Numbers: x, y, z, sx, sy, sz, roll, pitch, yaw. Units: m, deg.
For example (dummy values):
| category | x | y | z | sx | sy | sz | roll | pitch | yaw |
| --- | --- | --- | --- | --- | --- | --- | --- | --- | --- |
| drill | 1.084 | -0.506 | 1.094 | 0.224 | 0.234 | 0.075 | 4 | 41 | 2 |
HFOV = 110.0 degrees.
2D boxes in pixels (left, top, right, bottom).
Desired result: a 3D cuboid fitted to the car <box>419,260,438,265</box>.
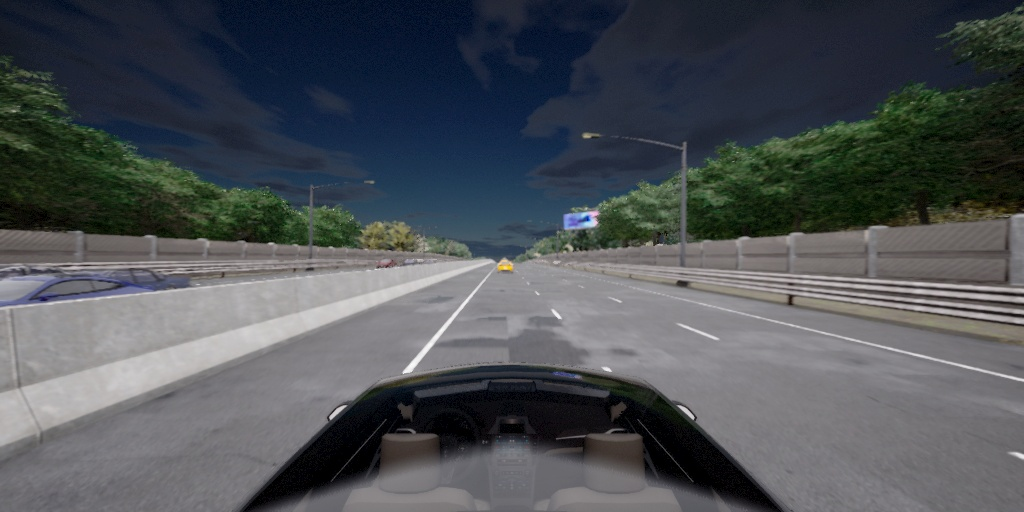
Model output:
| category | x | y | z | sx | sy | sz | roll | pitch | yaw |
| --- | --- | --- | --- | --- | --- | --- | --- | --- | --- |
| car | -11.605 | 1.338 | 51.942 | 1.994 | 1.385 | 4.181 | 1 | 0 | -1 |

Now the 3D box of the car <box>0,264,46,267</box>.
| category | x | y | z | sx | sy | sz | roll | pitch | yaw |
| --- | --- | --- | --- | --- | --- | --- | --- | --- | --- |
| car | -17.768 | 1.043 | 12.339 | 2.128 | 1.511 | 4.902 | 1 | 0 | -1 |

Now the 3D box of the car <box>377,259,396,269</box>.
| category | x | y | z | sx | sy | sz | roll | pitch | yaw |
| --- | --- | --- | --- | --- | --- | --- | --- | --- | --- |
| car | -18.634 | 1.174 | 53.659 | 1.882 | 1.535 | 5.008 | 1 | 0 | -1 |

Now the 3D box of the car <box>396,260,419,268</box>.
| category | x | y | z | sx | sy | sz | roll | pitch | yaw |
| --- | --- | --- | --- | --- | --- | --- | --- | --- | --- |
| car | -15.131 | 1.290 | 53.745 | 2.033 | 1.411 | 5.357 | 1 | 0 | -1 |

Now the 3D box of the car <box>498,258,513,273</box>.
| category | x | y | z | sx | sy | sz | roll | pitch | yaw |
| --- | --- | --- | --- | --- | --- | --- | --- | --- | --- |
| car | -0.861 | 1.362 | 46.568 | 1.882 | 1.535 | 5.008 | 1 | 0 | -1 |

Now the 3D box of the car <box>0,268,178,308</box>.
| category | x | y | z | sx | sy | sz | roll | pitch | yaw |
| --- | --- | --- | --- | --- | --- | --- | --- | --- | --- |
| car | -10.679 | 1.156 | 8.107 | 1.812 | 1.442 | 4.674 | 1 | 0 | -1 |

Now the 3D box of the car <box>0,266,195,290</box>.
| category | x | y | z | sx | sy | sz | roll | pitch | yaw |
| --- | --- | --- | --- | --- | --- | --- | --- | --- | --- |
| car | -14.280 | 1.144 | 12.704 | 2.033 | 1.411 | 5.357 | 1 | 0 | -1 |
